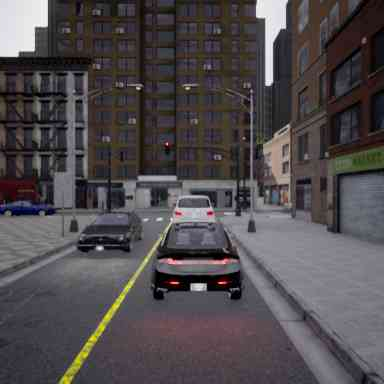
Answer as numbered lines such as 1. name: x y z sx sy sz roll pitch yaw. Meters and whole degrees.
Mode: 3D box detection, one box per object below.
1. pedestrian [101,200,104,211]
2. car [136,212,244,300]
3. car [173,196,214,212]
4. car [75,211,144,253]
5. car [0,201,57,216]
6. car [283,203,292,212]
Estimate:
1. pedestrian: -10.167 1.484 37.899 0.375 1.300 0.375 0 0 -1
2. car: 0.098 1.487 8.376 2.128 1.511 4.902 0 0 0
3. car: 0.095 1.208 18.831 2.150 2.045 5.566 0 0 0
4. car: -3.161 1.539 14.012 2.033 1.411 5.357 0 0 -1
5. car: -15.481 1.566 31.589 5.008 1.535 1.882 0 0 -2
6. car: 12.055 1.383 35.140 4.674 1.442 1.812 -1 0 -1
